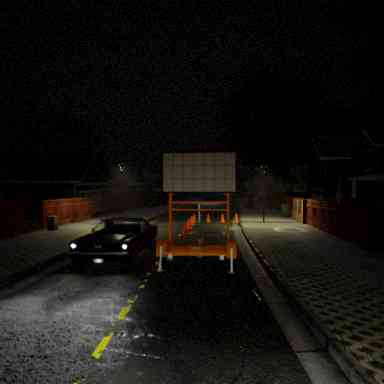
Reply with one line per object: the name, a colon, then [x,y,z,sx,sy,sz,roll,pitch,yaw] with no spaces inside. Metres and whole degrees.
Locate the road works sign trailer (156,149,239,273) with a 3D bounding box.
road works sign trailer: [0.242,0.438,10.632,2.380,3.560,2.880,0,0,6]

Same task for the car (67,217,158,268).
car: [-2.433,1.566,11.311,1.895,1.301,4.718,0,0,4]

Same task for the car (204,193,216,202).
car: [3.050,0.920,55.126,1.812,1.442,4.674,0,1,8]
